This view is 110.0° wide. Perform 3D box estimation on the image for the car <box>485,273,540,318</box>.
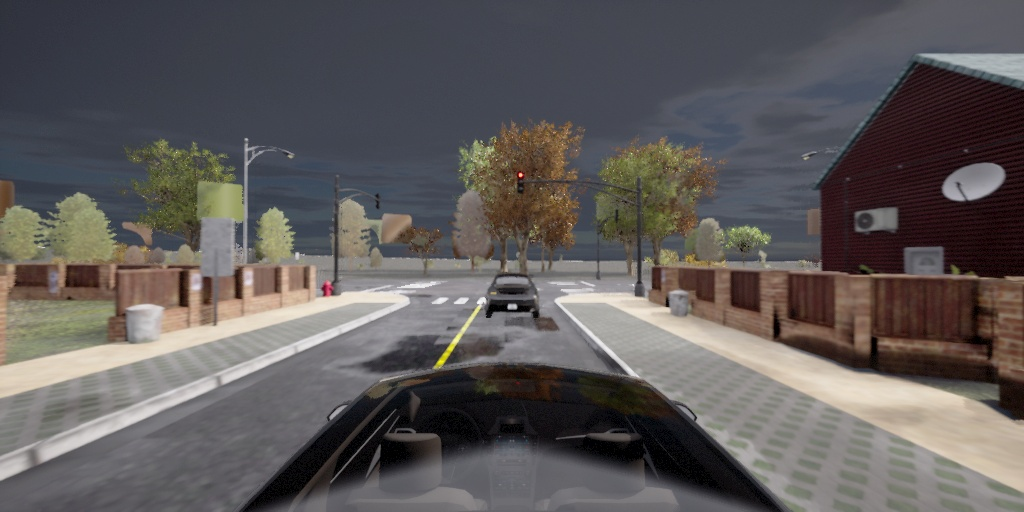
[{"bbox_3d":[0.017,1.391,13.778,1.837,1.490,4.892,0,-1,0],"label":"car"}]
